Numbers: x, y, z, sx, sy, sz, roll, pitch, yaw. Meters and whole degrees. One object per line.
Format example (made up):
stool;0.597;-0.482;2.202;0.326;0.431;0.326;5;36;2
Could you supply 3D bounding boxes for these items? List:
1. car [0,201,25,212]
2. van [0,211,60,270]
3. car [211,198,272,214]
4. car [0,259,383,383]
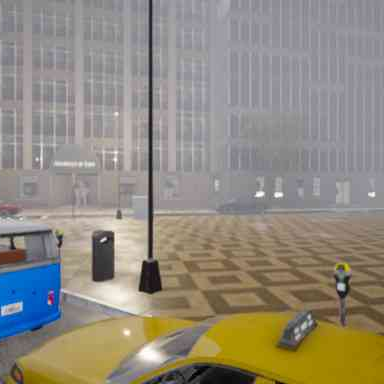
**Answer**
car;-15.418;1.323;25.095;4.718;1.301;1.895;0;0;-14
van;-3.881;1.299;5.482;3.998;1.788;1.690;0;0;35
car;4.460;1.204;30.054;5.357;1.411;2.033;0;0;-14
car;0.490;1.519;2.376;4.829;1.417;1.752;0;0;35
